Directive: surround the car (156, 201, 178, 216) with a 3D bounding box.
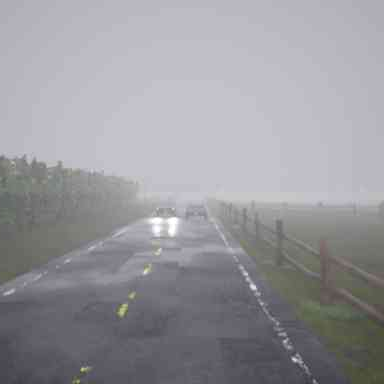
[{"bbox_3d":[-2.391,1.593,32.542,1.895,1.301,4.718,0,0,1],"label":"car"}]

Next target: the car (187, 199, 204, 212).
[{"bbox_3d":[0.480,1.602,40.418,1.895,1.301,4.718,0,0,1],"label":"car"}]

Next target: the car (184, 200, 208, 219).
[{"bbox_3d":[0.375,1.493,28.717,2.128,1.511,4.902,0,0,1],"label":"car"}]
